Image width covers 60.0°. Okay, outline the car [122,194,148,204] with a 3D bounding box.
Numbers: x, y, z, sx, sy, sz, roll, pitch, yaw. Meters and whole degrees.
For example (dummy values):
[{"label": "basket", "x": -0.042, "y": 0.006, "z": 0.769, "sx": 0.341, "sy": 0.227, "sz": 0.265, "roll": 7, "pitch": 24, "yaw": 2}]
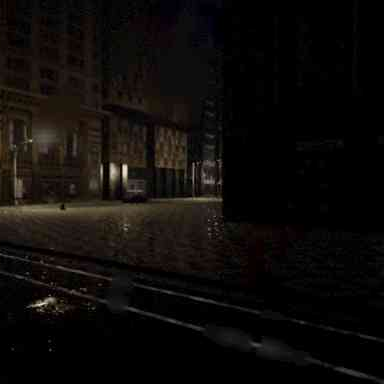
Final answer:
[{"label": "car", "x": -8.610, "y": 1.066, "z": 50.737, "sx": 1.994, "sy": 1.385, "sz": 4.181, "roll": 0, "pitch": 1, "yaw": 36}]
